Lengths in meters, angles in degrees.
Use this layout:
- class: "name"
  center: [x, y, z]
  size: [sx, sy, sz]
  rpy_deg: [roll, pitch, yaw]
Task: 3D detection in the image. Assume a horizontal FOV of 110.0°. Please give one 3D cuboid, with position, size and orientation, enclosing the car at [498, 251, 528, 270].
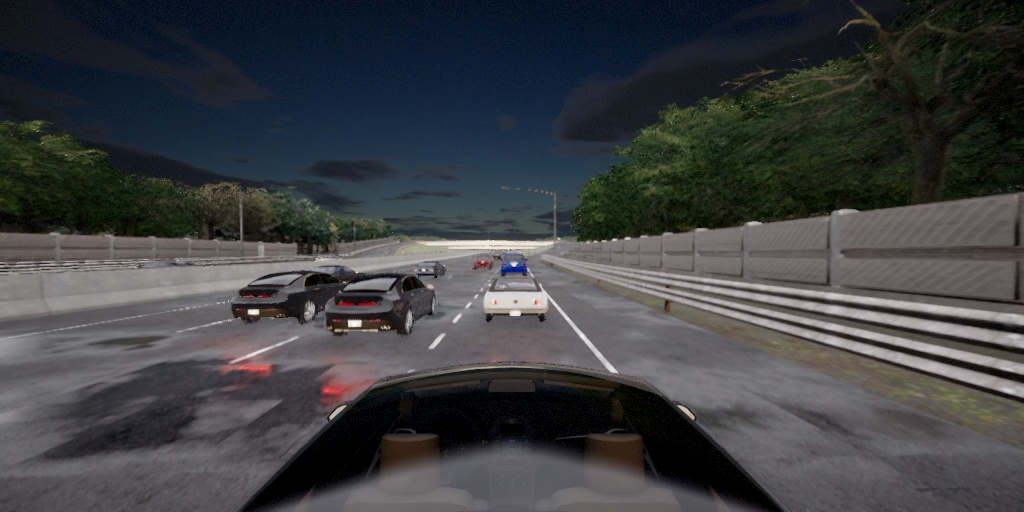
- class: "car"
  center: [0.175, 0.767, 30.896]
  size: [2.150, 2.045, 5.566]
  rpy_deg: [0, 1, 0]

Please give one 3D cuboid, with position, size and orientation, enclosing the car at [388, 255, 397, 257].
- class: "car"
  center: [-20.663, 0.522, 61.559]
  size: [1.895, 1.301, 4.718]
  rpy_deg: [0, 1, 1]

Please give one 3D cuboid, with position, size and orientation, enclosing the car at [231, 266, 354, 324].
- class: "car"
  center: [-6.892, 1.241, 11.986]
  size: [1.837, 1.490, 4.892]
  rpy_deg: [0, 0, 0]

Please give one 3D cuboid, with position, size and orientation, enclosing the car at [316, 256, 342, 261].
- class: "car"
  center: [-27.780, 0.670, 54.459]
  size: [1.895, 1.301, 4.718]
  rpy_deg: [0, 1, 1]

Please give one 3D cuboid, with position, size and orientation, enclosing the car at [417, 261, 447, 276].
- class: "car"
  center: [-6.829, 1.103, 30.254]
  size: [2.033, 1.411, 5.357]
  rpy_deg: [0, 1, 0]

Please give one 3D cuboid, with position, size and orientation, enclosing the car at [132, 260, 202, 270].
- class: "car"
  center: [-24.548, 1.116, 25.402]
  size: [2.128, 1.511, 4.902]
  rpy_deg: [0, 1, 0]

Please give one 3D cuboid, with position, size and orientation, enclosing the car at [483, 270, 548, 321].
- class: "car"
  center: [0.107, 1.336, 12.414]
  size: [1.895, 1.301, 4.718]
  rpy_deg: [0, 0, 0]

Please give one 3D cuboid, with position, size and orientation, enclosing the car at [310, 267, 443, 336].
- class: "car"
  center: [-3.497, 1.248, 10.391]
  size: [1.837, 1.490, 4.892]
  rpy_deg: [0, 0, 0]

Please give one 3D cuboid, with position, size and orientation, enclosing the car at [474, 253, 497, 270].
- class: "car"
  center: [-3.341, 0.652, 43.381]
  size: [2.097, 1.767, 4.553]
  rpy_deg: [0, 1, 0]
